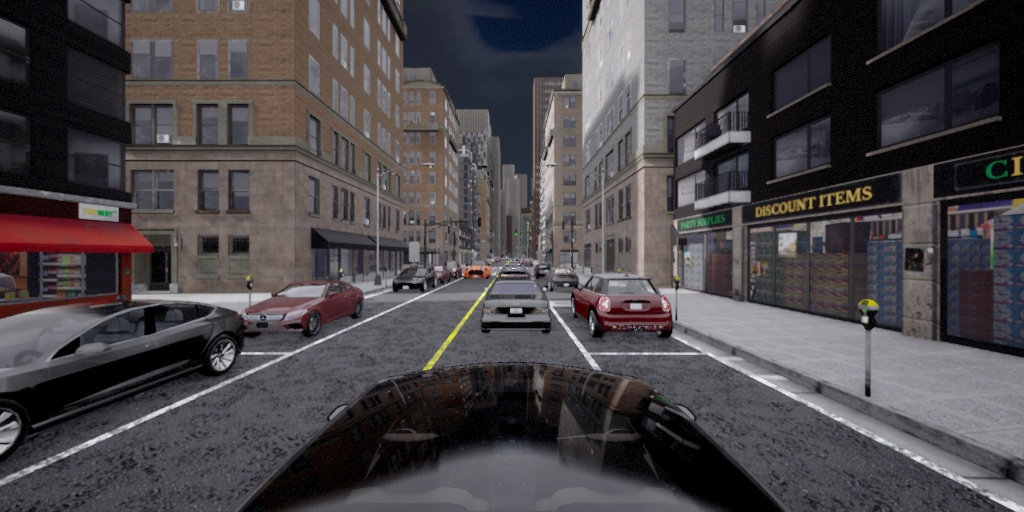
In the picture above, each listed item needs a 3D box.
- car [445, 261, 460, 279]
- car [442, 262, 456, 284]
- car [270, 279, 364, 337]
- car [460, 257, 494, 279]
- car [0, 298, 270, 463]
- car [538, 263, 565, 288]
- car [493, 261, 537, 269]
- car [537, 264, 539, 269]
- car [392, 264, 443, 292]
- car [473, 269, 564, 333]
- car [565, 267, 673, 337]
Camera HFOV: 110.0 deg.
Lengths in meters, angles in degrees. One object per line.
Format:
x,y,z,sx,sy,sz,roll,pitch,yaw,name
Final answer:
-5.625,1.181,32.229,1.967,1.591,4.097,0,0,0,car
-5.633,1.324,26.727,1.802,1.307,4.207,0,0,0,car
-5.658,1.329,10.224,1.802,1.307,4.207,0,0,0,car
-2.973,1.092,31.737,2.097,1.767,4.553,0,0,0,car
-5.667,1.314,4.722,1.948,1.339,4.313,0,0,0,car
2.884,1.294,21.213,2.007,1.370,4.403,0,0,0,car
0.127,1.236,21.644,2.128,1.511,4.902,0,0,0,car
2.901,1.307,32.215,1.948,1.339,4.313,0,0,0,car
-5.641,1.309,21.226,1.948,1.339,4.313,0,0,0,car
0.108,1.294,10.684,2.033,1.411,5.357,0,0,0,car
2.867,1.186,10.210,1.967,1.591,4.097,0,0,0,car
